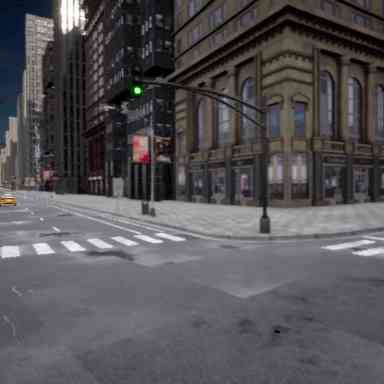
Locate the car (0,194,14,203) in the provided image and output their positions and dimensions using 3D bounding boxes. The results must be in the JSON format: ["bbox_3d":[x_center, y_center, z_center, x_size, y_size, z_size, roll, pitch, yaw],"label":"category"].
[{"bbox_3d":[-30.269,1.100,54.306,1.895,1.301,4.718,-1,1,-30],"label":"car"}]

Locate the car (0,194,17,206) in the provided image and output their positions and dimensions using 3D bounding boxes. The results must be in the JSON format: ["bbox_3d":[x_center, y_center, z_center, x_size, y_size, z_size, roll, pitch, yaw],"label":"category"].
[{"bbox_3d":[-25.029,1.071,45.338,1.882,1.535,5.008,-1,1,-30],"label":"car"}]
